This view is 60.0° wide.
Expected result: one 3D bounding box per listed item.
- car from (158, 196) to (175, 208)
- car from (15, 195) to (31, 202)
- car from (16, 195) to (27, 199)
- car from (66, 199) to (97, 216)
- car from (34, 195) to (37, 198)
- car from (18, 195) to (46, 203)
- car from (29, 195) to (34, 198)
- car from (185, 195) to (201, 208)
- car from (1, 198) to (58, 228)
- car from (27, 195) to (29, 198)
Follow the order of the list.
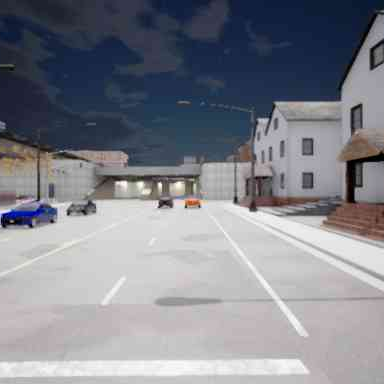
[{"bbox_3d":[-3.432,1.370,44.495,1.837,1.490,4.892,0,0,0],"label":"car"},{"bbox_3d":[-31.710,1.205,62.300,1.853,1.218,4.536,0,0,-36],"label":"car"},{"bbox_3d":[-31.704,1.220,57.613,1.853,1.218,4.536,0,0,44],"label":"car"},{"bbox_3d":[-10.589,1.455,32.317,1.812,1.442,4.674,0,0,0],"label":"car"},{"bbox_3d":[-32.493,1.191,67.579,1.853,1.218,4.536,0,0,29],"label":"car"},{"bbox_3d":[-32.468,1.348,67.626,2.038,1.542,4.974,0,0,29],"label":"car"},{"bbox_3d":[-31.679,1.362,62.259,2.038,1.542,4.974,0,0,-36],"label":"car"},{"bbox_3d":[0.102,1.201,45.258,2.097,1.767,4.553,0,0,0],"label":"car"},{"bbox_3d":[-10.599,1.440,22.042,1.882,1.535,5.008,0,0,0],"label":"car"},{"bbox_3d":[-31.668,1.377,57.651,2.038,1.542,4.974,0,0,44],"label":"car"}]
